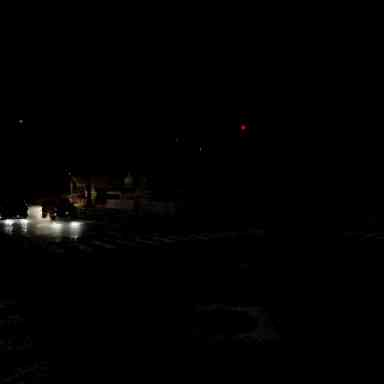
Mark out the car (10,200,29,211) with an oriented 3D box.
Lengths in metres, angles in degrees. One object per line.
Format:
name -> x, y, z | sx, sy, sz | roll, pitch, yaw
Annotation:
car -> -25.748, 1.994, 49.637 | 1.812, 1.442, 4.674 | 1, -1, -35

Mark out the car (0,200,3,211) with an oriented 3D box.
car -> -29.130, 1.972, 48.786 | 1.812, 1.442, 4.674 | 1, -1, -36

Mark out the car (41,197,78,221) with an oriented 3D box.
car -> -12.522, 1.516, 31.235 | 2.150, 2.045, 5.566 | 1, -1, -36

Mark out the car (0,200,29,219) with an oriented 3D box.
car -> -17.279, 1.830, 32.243 | 2.033, 1.411, 5.357 | 1, -1, -36
